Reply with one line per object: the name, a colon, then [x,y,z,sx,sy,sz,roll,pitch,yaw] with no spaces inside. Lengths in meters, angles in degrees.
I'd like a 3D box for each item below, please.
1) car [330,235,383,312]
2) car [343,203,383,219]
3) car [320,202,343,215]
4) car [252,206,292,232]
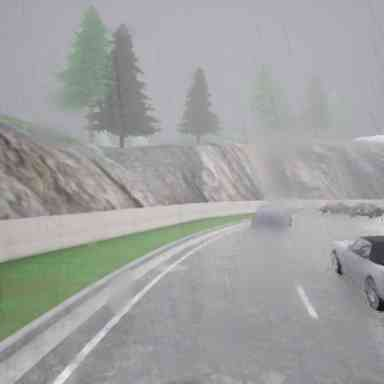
car: [4.590,1.641,7.564,1.895,1.301,4.718,0,0,10]
car: [16.345,1.690,31.073,2.033,1.411,5.357,0,0,43]
car: [15.571,1.737,35.512,4.718,1.301,1.895,0,0,-45]
car: [4.963,1.570,20.492,1.812,1.442,4.674,0,0,25]
